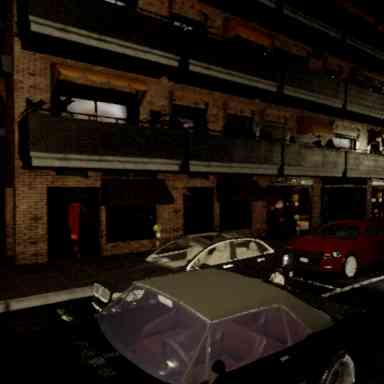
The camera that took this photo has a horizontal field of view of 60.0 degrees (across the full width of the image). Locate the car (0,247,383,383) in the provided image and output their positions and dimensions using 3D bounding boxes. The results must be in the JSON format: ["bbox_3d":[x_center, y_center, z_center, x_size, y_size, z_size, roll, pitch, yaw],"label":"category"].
[{"bbox_3d":[-0.146,1.595,3.271,4.718,1.301,1.895,0,0,-36],"label":"car"}]

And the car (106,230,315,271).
[{"bbox_3d":[0.243,1.537,6.745,4.403,1.369,2.008,0,0,-36],"label":"car"}]

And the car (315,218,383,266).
[{"bbox_3d":[4.736,1.512,9.961,4.507,1.381,1.887,0,0,-36],"label":"car"}]
